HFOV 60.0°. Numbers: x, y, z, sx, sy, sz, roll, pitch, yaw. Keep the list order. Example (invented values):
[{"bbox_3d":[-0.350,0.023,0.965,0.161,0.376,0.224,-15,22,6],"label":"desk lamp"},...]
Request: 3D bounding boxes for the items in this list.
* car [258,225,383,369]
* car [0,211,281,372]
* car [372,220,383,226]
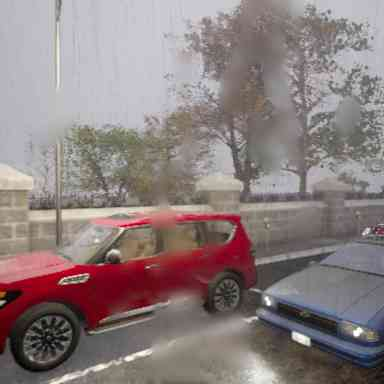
[{"bbox_3d":[3.597,1.539,5.934,5.357,1.411,2.033,0,0,-36],"label":"car"},{"bbox_3d":[-1.025,1.311,5.833,5.009,1.841,2.192,0,0,-35],"label":"car"},{"bbox_3d":[7.990,1.422,12.258,4.097,1.590,1.967,0,0,-35],"label":"car"}]
